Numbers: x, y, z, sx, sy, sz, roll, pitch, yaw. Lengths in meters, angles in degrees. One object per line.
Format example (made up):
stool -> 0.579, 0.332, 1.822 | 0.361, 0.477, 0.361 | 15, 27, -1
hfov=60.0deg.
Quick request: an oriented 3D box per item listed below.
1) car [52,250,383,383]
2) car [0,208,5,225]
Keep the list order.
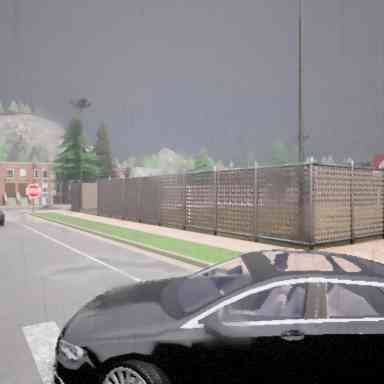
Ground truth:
car -> 0.962, 1.499, 3.863 | 4.902, 1.511, 2.128 | 0, 2, 1
car -> -14.201, 1.555, 22.935 | 1.994, 1.385, 4.181 | 0, 0, -35
